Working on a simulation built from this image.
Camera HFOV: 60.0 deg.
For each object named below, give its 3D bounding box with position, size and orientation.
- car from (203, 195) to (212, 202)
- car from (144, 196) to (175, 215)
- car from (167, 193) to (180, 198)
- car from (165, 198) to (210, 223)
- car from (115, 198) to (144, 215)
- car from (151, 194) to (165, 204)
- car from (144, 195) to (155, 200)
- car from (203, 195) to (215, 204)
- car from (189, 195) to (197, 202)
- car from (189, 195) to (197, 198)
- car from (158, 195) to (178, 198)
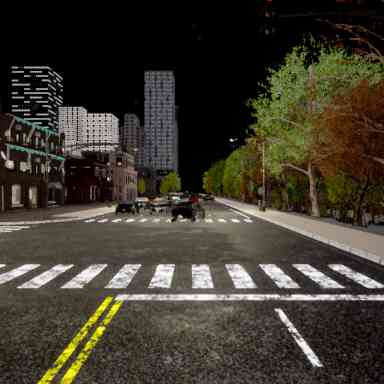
[{"bbox_3d":[3.399,1.448,74.284,1.882,1.535,5.008,0,0,0],"label":"car"},{"bbox_3d":[-3.272,1.481,34.262,2.128,1.511,4.902,0,0,0],"label":"car"},{"bbox_3d":[-3.206,1.202,55.229,2.150,2.045,5.566,0,0,1],"label":"car"},{"bbox_3d":[-0.230,1.498,25.958,1.837,1.490,4.892,2,0,14],"label":"car"},{"bbox_3d":[-6.524,1.553,33.955,1.994,1.385,4.181,0,0,0],"label":"car"},{"bbox_3d":[-6.425,1.329,62.643,2.097,1.767,4.553,0,0,1],"label":"car"},{"bbox_3d":[-6.504,1.477,42.832,2.128,1.511,4.902,0,0,0],"label":"car"},{"bbox_3d":[3.480,1.468,64.015,2.128,1.511,4.902,0,0,0],"label":"car"},{"bbox_3d":[0.165,1.494,75.619,1.812,1.442,4.674,0,0,0],"label":"car"},{"bbox_3d":[0.214,1.505,57.272,1.812,1.442,4.674,0,0,0],"label":"car"},{"bbox_3d":[-3.244,1.490,44.504,1.837,1.490,4.892,0,0,0],"label":"car"}]
